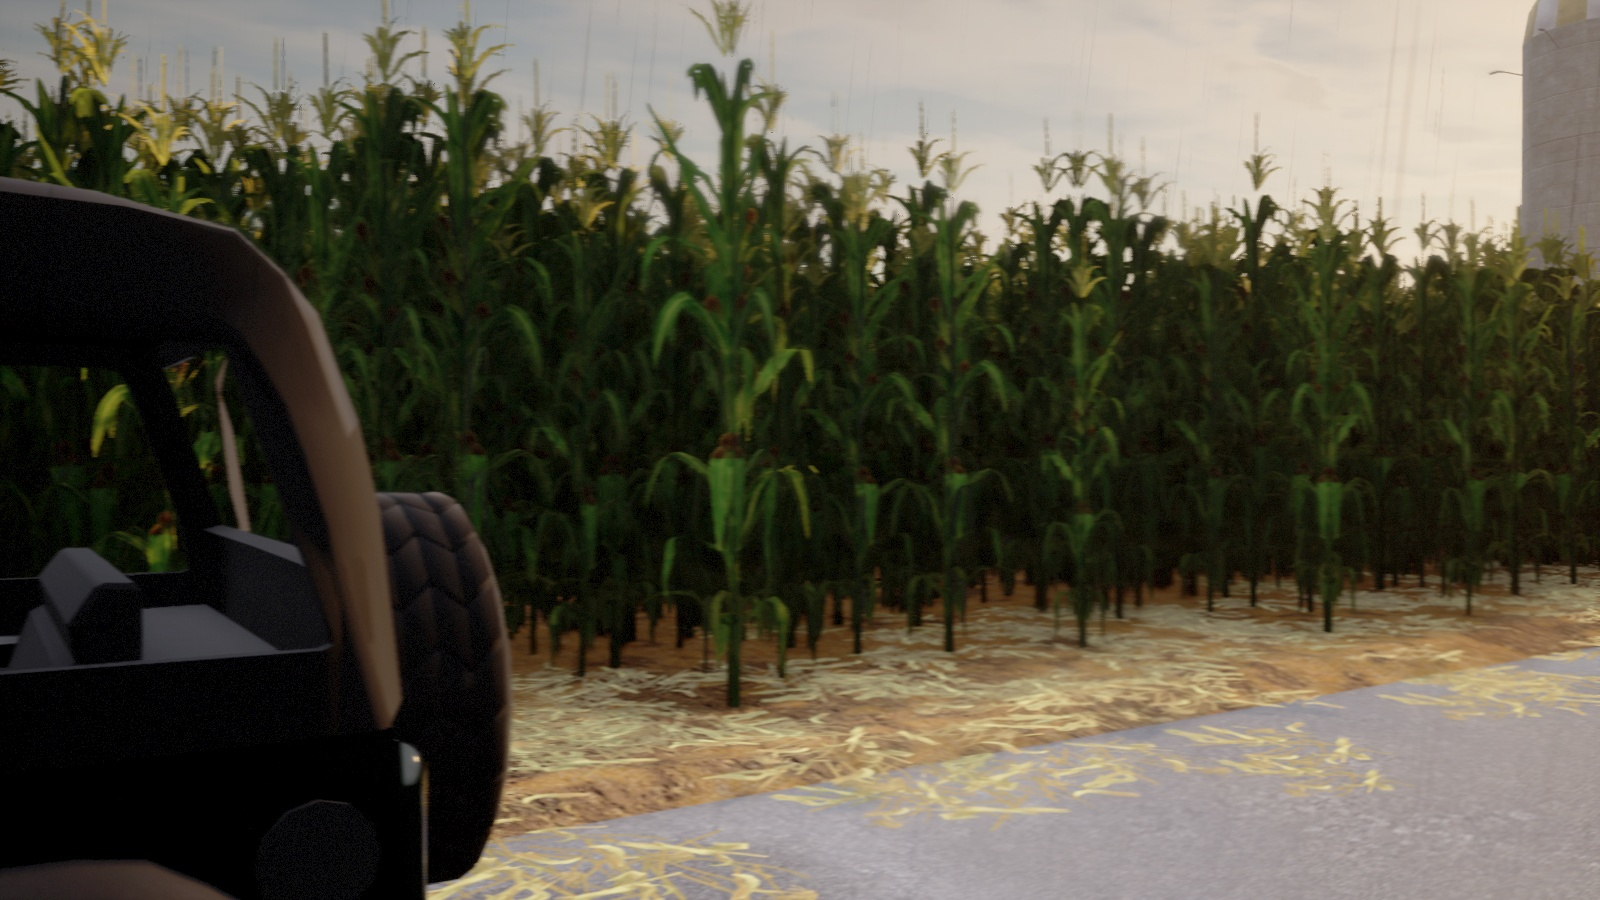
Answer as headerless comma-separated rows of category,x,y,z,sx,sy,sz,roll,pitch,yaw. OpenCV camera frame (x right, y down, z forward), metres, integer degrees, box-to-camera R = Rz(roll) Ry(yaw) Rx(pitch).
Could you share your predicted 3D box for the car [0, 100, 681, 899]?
car,-2.316,0.549,1.609,3.866,1.878,1.905,0,0,-34
